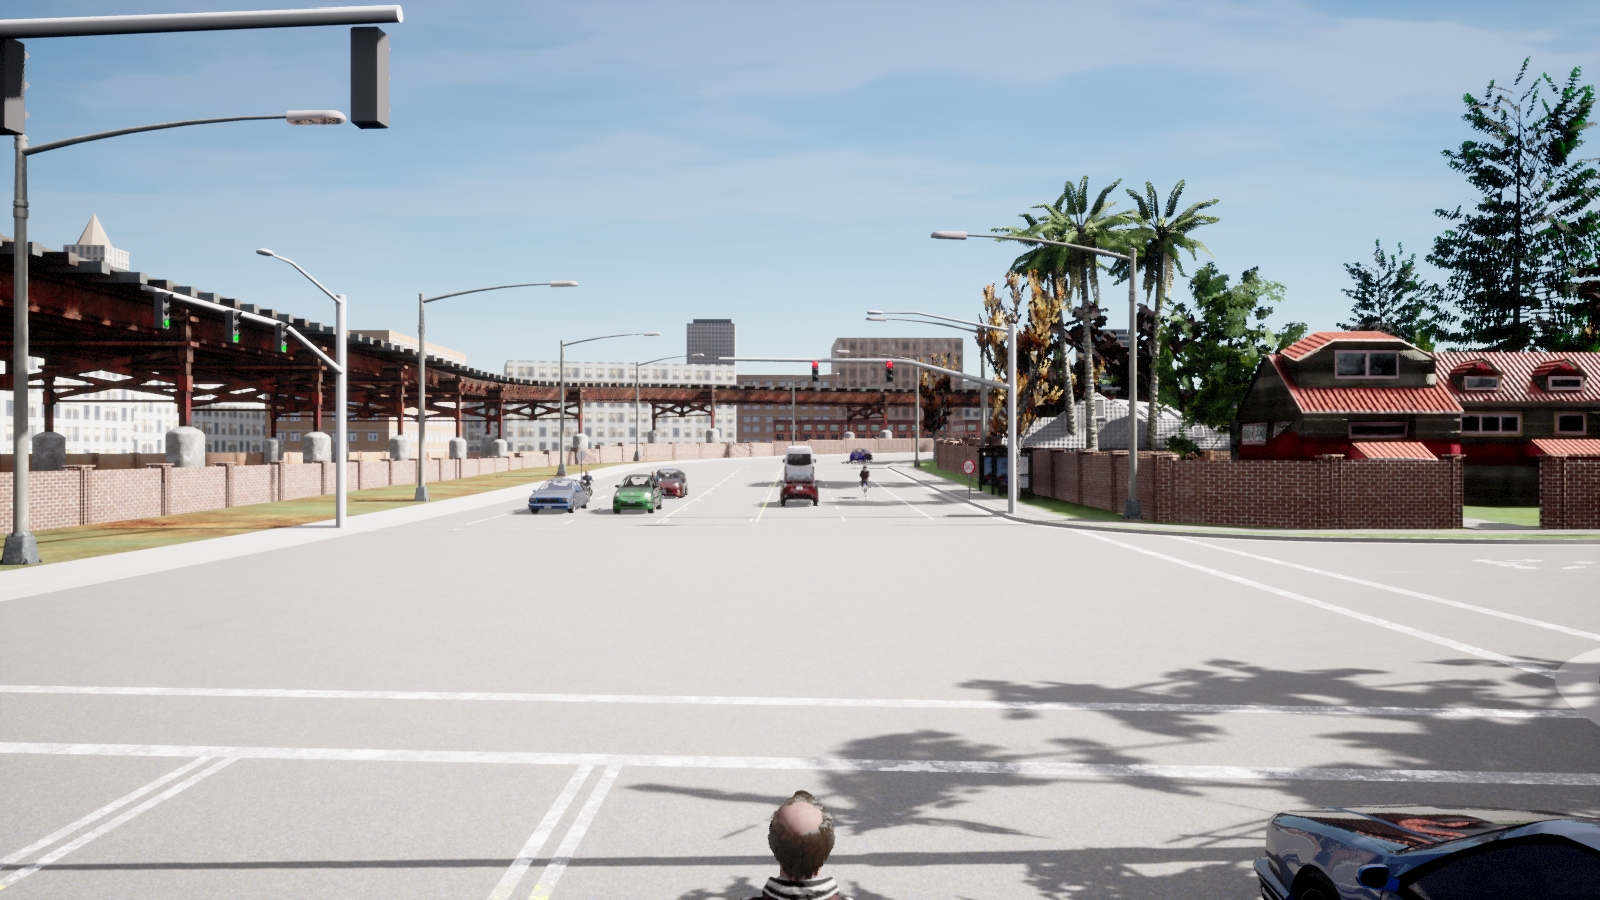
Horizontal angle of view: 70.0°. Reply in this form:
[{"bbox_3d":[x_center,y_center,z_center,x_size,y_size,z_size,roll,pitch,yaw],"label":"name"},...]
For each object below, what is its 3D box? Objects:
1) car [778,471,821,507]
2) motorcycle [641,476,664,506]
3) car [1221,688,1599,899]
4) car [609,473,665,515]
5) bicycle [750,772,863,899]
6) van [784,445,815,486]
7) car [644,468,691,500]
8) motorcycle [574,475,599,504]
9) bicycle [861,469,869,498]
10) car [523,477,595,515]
[{"bbox_3d":[-0.032,1.849,55.526,2.007,1.525,4.514,0,1,0],"label":"car"},{"bbox_3d":[-7.053,1.947,54.746,0.856,1.341,1.805,0,1,0],"label":"motorcycle"},{"bbox_3d":[3.467,2.106,4.038,2.033,1.411,5.357,0,0,1],"label":"car"},{"bbox_3d":[-7.031,1.877,49.699,1.851,1.617,3.988,0,1,0],"label":"car"},{"bbox_3d":[0.019,2.048,3.681,0.329,1.496,1.835,0,0,0],"label":"bicycle"},{"bbox_3d":[-0.038,0.993,77.292,1.988,2.561,5.915,0,1,0],"label":"van"},{"bbox_3d":[-7.041,1.783,61.004,2.007,1.525,4.514,0,1,0],"label":"car"},{"bbox_3d":[-10.476,1.934,56.002,0.856,1.341,1.805,0,1,1],"label":"motorcycle"},{"bbox_3d":[3.478,1.791,61.246,0.329,1.496,1.835,0,1,0],"label":"bicycle"},{"bbox_3d":[-10.533,1.979,50.381,2.033,1.411,5.357,0,1,0],"label":"car"}]
